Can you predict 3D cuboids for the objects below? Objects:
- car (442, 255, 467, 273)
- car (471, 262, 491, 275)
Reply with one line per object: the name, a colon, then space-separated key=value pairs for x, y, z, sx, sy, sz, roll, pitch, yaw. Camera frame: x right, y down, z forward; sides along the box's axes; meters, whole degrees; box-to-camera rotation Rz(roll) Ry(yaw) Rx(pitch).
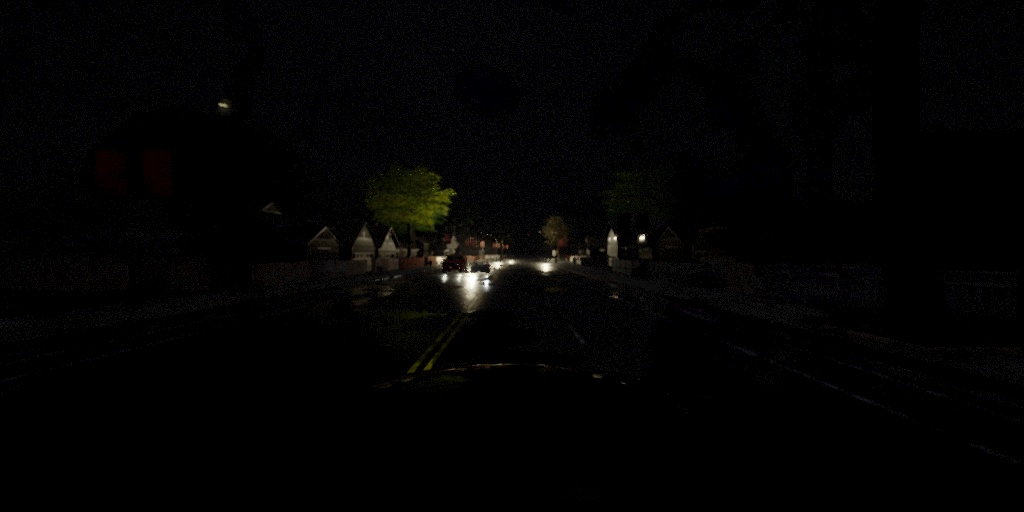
car: x=-6.548 y=0.882 z=41.196 sx=2.150 sy=2.045 sz=5.566 roll=0 pitch=0 yaw=1
car: x=-3.319 y=1.269 z=38.498 sx=1.895 sy=1.301 sz=4.718 roll=0 pitch=0 yaw=0
